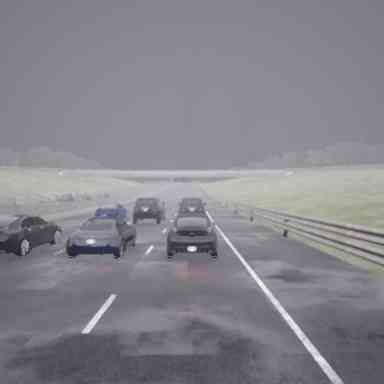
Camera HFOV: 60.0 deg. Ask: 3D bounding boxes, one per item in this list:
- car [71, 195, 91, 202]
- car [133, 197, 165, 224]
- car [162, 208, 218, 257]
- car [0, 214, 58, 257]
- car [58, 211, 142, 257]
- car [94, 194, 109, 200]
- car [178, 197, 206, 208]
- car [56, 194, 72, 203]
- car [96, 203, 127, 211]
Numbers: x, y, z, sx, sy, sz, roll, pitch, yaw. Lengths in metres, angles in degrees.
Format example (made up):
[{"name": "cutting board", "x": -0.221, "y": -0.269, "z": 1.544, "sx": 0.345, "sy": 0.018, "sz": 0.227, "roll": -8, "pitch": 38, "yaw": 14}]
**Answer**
[{"name": "car", "x": -21.003, "y": 1.339, "z": 64.507, "sx": 2.128, "sy": 1.511, "sz": 4.902, "roll": 0, "pitch": 1, "yaw": 0}, {"name": "car", "x": -3.492, "y": 1.445, "z": 27.553, "sx": 2.150, "sy": 2.045, "sz": 5.566, "roll": 0, "pitch": 0, "yaw": 0}, {"name": "car", "x": 0.017, "y": 1.645, "z": 13.502, "sx": 1.837, "sy": 1.490, "sz": 4.892, "roll": 0, "pitch": 0, "yaw": 0}, {"name": "car", "x": -6.983, "y": 1.645, "z": 13.508, "sx": 1.837, "sy": 1.490, "sz": 4.892, "roll": 0, "pitch": 0, "yaw": 0}, {"name": "car", "x": -3.483, "y": 1.702, "z": 13.502, "sx": 1.994, "sy": 1.385, "sz": 4.181, "roll": 0, "pitch": -1, "yaw": 0}, {"name": "car", "x": -17.506, "y": 1.175, "z": 64.704, "sx": 2.097, "sy": 1.767, "sz": 4.553, "roll": 0, "pitch": 1, "yaw": 0}, {"name": "car", "x": 0.007, "y": 1.446, "z": 27.548, "sx": 2.150, "sy": 2.045, "sz": 5.566, "roll": 0, "pitch": 0, "yaw": 0}, {"name": "car", "x": -24.501, "y": 1.181, "z": 64.448, "sx": 2.097, "sy": 1.767, "sz": 4.553, "roll": 0, "pitch": 1, "yaw": 0}, {"name": "car", "x": -6.976, "y": 1.699, "z": 29.222, "sx": 1.882, "sy": 1.535, "sz": 5.008, "roll": 0, "pitch": 0, "yaw": 0}]
